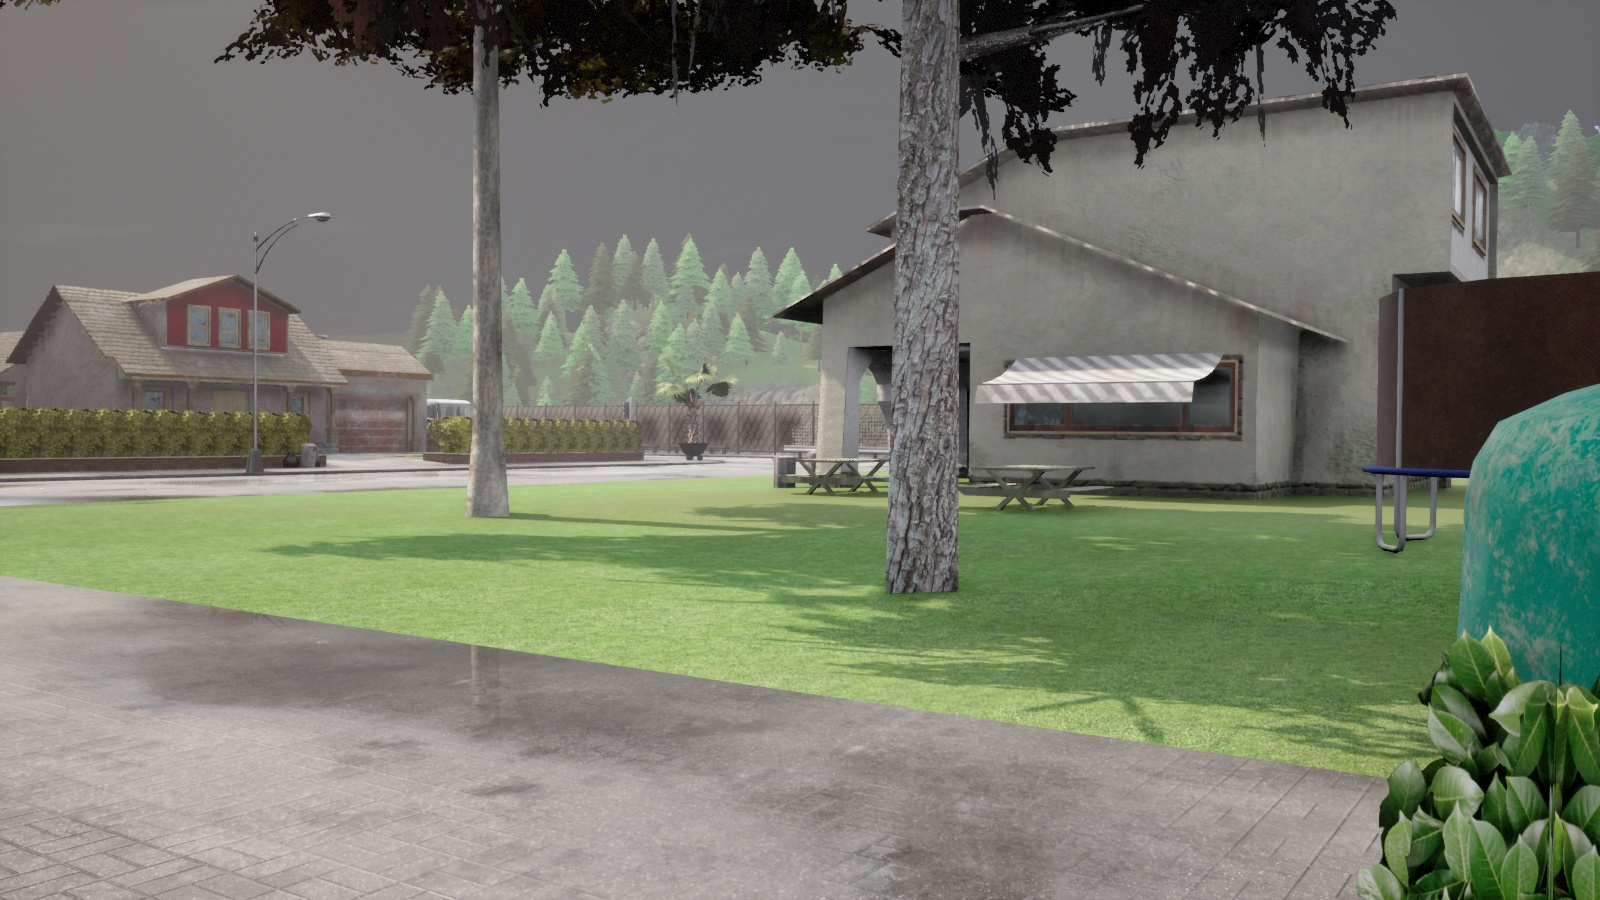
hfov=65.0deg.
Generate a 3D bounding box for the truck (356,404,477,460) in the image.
[{"bbox_3d":[-24.410,-1.120,79.860,7.936,3.462,2.891,0,1,33],"label":"truck"}]
